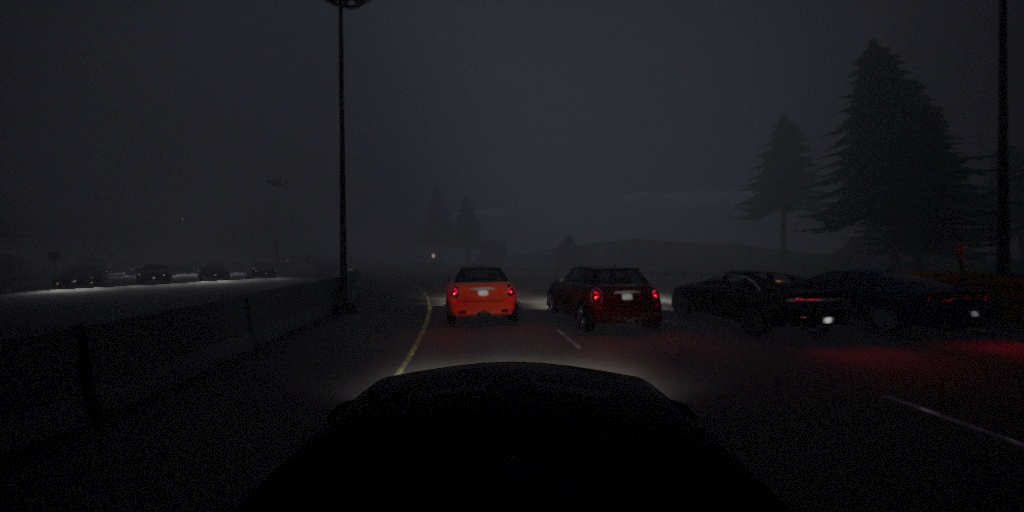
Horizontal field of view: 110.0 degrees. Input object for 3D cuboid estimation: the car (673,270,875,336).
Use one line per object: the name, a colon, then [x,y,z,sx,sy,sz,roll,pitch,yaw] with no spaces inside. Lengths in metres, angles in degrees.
car: [6.461,1.151,10.079,2.128,1.511,4.902,0,0,-7]

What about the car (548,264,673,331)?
car: [2.563,1.036,11.041,2.097,1.767,4.553,-1,0,-9]

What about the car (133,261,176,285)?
car: [-27.621,1.358,27.846,1.837,1.490,4.892,0,-1,-42]

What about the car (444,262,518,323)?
car: [-1.193,1.060,12.213,2.097,1.767,4.553,-1,0,-10]

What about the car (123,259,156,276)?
car: [-42.348,1.429,40.746,4.674,1.442,1.812,0,0,39]

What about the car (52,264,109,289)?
car: [-29.499,1.446,24.661,1.994,1.385,4.181,-1,0,-40]

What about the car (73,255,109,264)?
car: [-44.782,1.159,38.204,5.566,2.045,2.150,0,0,39]

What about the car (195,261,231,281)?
car: [-25.732,1.384,30.946,1.994,1.385,4.181,-1,0,-43]

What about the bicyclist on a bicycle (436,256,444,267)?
bicyclist on a bicycle: [-11.692,0.903,58.701,0.582,1.620,1.656,1,-20,39]

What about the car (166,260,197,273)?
car: [-40.504,1.475,43.755,4.718,1.301,1.895,0,0,39]

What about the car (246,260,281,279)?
car: [-23.677,1.314,33.885,1.812,1.442,4.674,0,0,-44]

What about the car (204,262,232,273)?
car: [-37.935,1.442,46.184,4.718,1.301,1.895,0,0,39]

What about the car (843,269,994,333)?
car: [9.938,1.108,10.391,1.882,1.535,5.008,0,0,-7]
